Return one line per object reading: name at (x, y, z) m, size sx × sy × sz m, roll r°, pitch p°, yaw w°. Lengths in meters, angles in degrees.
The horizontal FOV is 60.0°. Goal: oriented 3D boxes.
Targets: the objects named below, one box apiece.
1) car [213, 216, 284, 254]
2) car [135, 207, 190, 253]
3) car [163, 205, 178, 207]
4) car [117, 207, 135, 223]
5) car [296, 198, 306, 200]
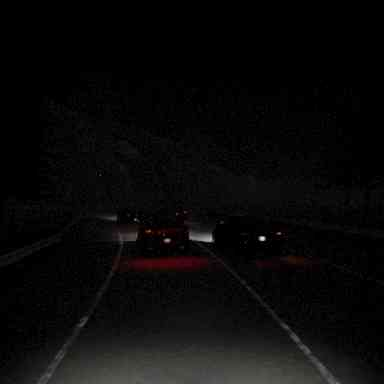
car at (2.246, 1.715, 14.304) m, size 1.994 × 1.385 × 4.181 m, roll 0°, pitch -1°, yaw -10°
car at (-1.366, 1.630, 14.526) m, size 1.882 × 1.535 × 5.008 m, roll 0°, pitch 0°, yaw -11°
car at (-1.932, 1.874, 29.658) m, size 1.994 × 1.385 × 4.181 m, roll 0°, pitch -1°, yaw -20°
car at (-5.188, 1.897, 28.294) m, size 1.895 × 1.301 × 4.718 m, roll 0°, pitch -1°, yaw -21°
car at (29.028, 2.428, 89.093) m, size 4.892 × 1.490 × 1.837 m, roll 0°, pitch -1°, yaw -37°
